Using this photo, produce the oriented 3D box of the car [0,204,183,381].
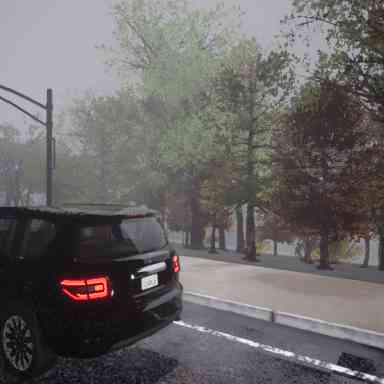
[{"bbox_3d":[-2.756,1.221,5.680,5.566,2.045,2.150,0,0,34],"label":"car"}]
